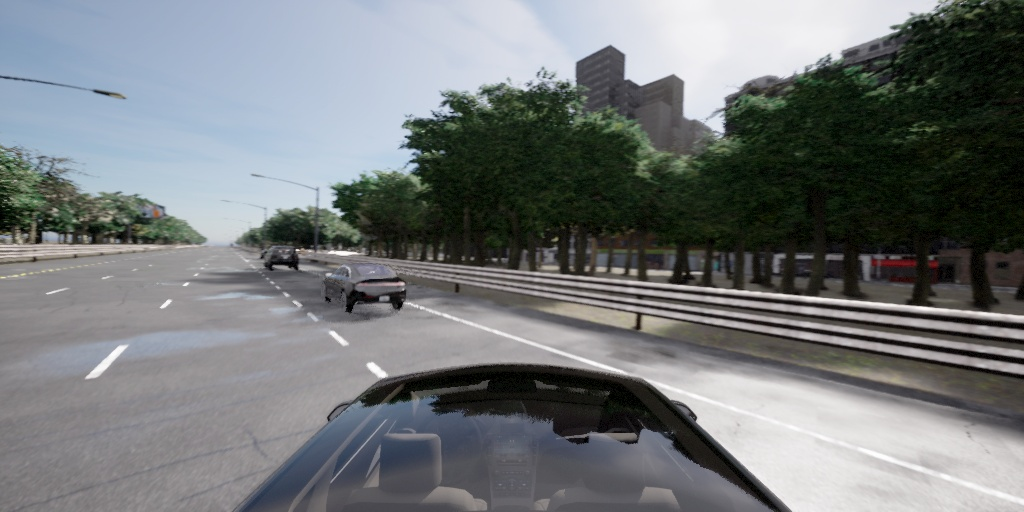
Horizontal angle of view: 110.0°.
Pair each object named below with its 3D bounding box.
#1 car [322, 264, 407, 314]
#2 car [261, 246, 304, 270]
[{"bbox_3d":[-5.348,1.018,12.740,2.128,1.511,4.902,2,0,-38],"label":"car"},{"bbox_3d":[-20.278,0.157,31.557,2.150,2.045,5.566,2,0,-38],"label":"car"}]
